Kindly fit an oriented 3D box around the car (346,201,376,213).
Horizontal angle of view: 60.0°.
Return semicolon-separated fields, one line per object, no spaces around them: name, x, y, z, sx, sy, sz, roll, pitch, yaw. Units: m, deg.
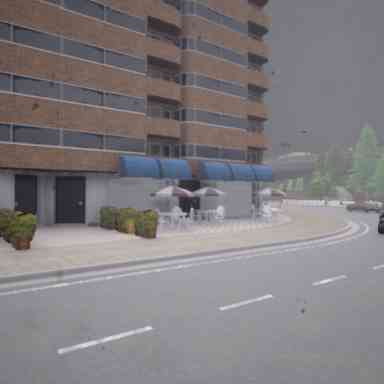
car;21.047;1.773;40.974;1.994;1.385;4.181;0;0;-15

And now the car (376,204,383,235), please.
car;12.252;1.325;19.490;2.150;2.045;5.566;0;0;31
